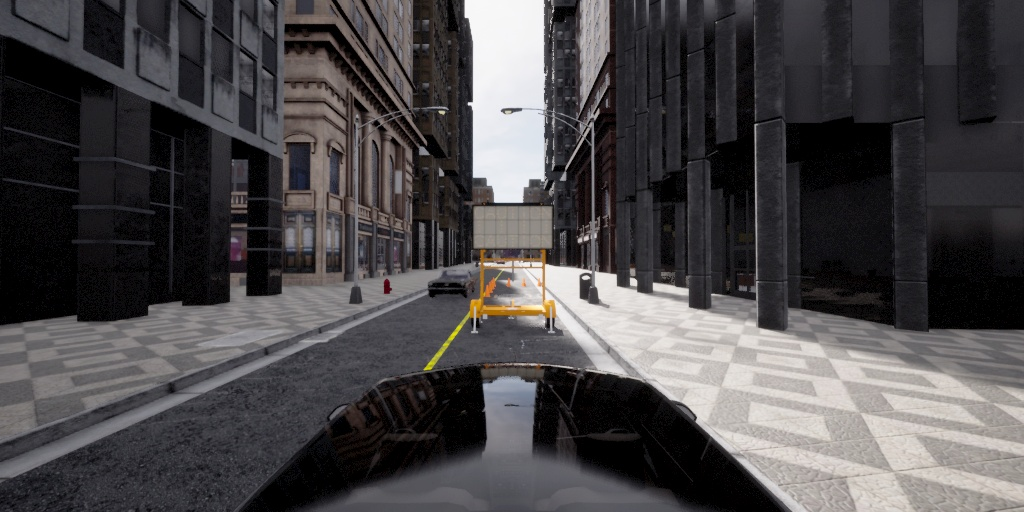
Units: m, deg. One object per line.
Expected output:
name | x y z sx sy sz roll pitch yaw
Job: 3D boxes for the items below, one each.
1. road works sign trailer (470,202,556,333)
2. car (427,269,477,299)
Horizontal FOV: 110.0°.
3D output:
road works sign trailer | 0.029 0.217 10.712 2.380 3.560 2.880 0 0 0
car | -2.946 1.357 18.360 1.895 1.301 4.718 0 0 0
